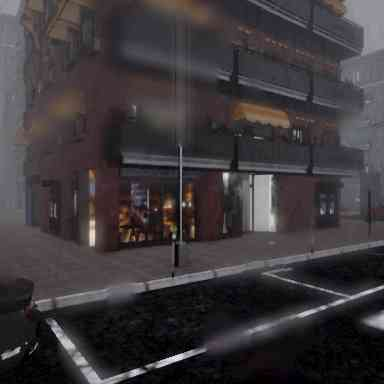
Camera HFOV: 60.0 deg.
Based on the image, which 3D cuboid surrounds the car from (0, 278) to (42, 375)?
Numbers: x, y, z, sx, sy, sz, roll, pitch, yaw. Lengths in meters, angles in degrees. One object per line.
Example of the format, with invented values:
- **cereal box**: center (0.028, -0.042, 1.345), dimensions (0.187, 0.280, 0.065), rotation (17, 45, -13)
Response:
- **car**: center (-3.914, 1.550, 3.306), dimensions (4.403, 1.369, 2.008), rotation (0, 0, -36)

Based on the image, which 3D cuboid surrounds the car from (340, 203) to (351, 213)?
- **car**: center (16.355, 1.842, 38.827), dimensions (1.802, 1.307, 4.206), rotation (-1, 0, -35)

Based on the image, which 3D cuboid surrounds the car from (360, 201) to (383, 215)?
- **car**: center (19.544, 1.632, 34.288), dimensions (1.967, 1.590, 4.097), rotation (-1, 0, -35)
